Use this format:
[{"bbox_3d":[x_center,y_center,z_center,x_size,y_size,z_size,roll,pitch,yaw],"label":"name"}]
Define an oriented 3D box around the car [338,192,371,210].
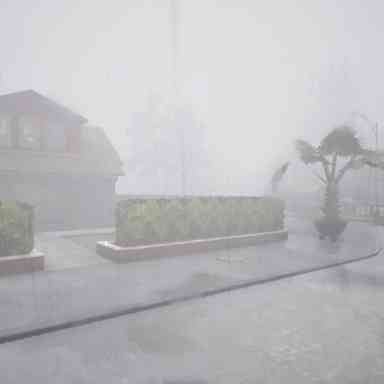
[{"bbox_3d":[17.391,0.985,36.217,3.866,1.878,1.905,0,0,0],"label":"car"}]
